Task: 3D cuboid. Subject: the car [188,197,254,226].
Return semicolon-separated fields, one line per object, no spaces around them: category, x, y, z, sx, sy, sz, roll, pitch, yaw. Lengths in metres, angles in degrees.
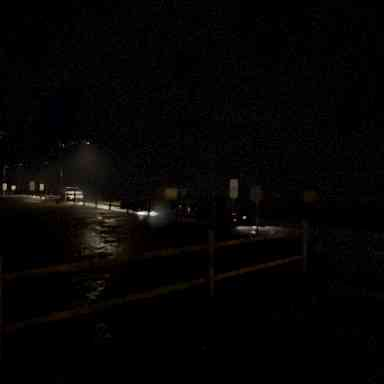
car;1.942;1.263;20.970;1.994;1.385;4.181;1;1;-34

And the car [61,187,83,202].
car;-17.256;0.325;47.989;2.150;2.045;5.566;1;0;-35

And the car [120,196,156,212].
car;-4.983;1.026;30.653;1.994;1.385;4.181;1;1;-35

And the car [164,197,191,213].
car;-0.330;1.126;29.060;2.033;1.411;5.357;1;1;-37
